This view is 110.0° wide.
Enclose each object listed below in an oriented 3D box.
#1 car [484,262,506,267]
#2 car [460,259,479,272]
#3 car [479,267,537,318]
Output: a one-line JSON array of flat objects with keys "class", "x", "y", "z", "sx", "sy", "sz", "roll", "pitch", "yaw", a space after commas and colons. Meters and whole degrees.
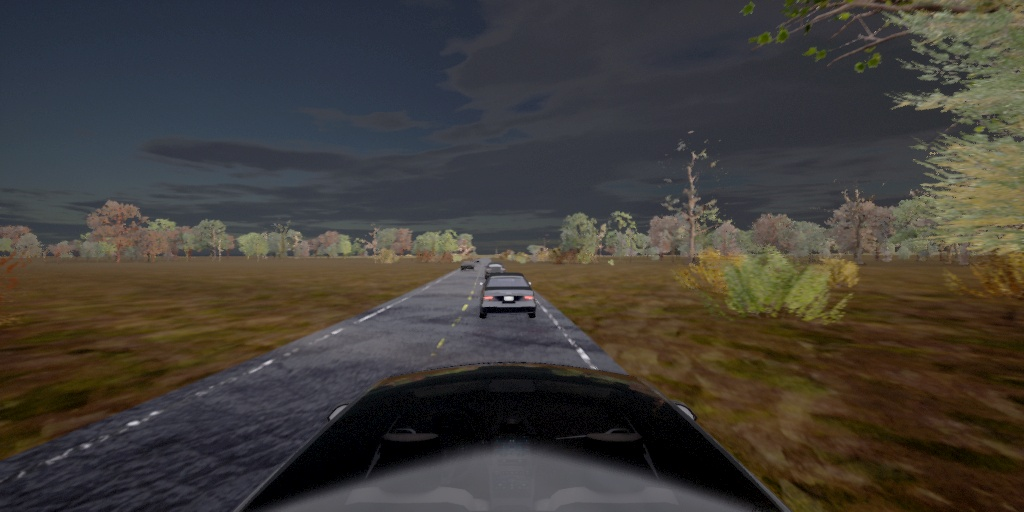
[{"class": "car", "x": -1.470, "y": 1.275, "z": 32.157, "sx": 1.812, "sy": 1.442, "sz": 4.674, "roll": 0, "pitch": 0, "yaw": -4}, {"class": "car", "x": -5.729, "y": 1.356, "z": 46.996, "sx": 1.895, "sy": 1.301, "sz": 4.718, "roll": 0, "pitch": 0, "yaw": -4}, {"class": "car", "x": -0.213, "y": 1.297, "z": 13.022, "sx": 2.033, "sy": 1.411, "sz": 5.357, "roll": 0, "pitch": 0, "yaw": -3}]
